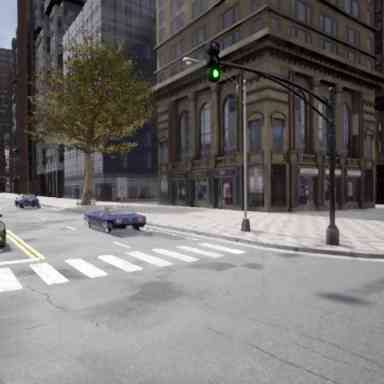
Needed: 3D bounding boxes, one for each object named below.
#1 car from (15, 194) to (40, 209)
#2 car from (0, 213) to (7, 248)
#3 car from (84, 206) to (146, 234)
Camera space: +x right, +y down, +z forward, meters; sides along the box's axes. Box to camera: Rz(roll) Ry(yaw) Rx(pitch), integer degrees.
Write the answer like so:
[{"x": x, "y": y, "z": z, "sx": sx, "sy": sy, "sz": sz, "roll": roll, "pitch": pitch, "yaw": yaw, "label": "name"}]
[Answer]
[{"x": -19.809, "y": 0.995, "z": 39.880, "sx": 2.097, "sy": 1.767, "sz": 4.553, "roll": -1, "pitch": 1, "yaw": -36, "label": "car"}, {"x": -8.902, "y": 1.275, "z": 13.409, "sx": 2.097, "sy": 1.767, "sz": 4.553, "roll": -1, "pitch": 1, "yaw": -37, "label": "car"}, {"x": -4.408, "y": 1.442, "z": 18.411, "sx": 1.895, "sy": 1.301, "sz": 4.718, "roll": -1, "pitch": 1, "yaw": -36, "label": "car"}]
